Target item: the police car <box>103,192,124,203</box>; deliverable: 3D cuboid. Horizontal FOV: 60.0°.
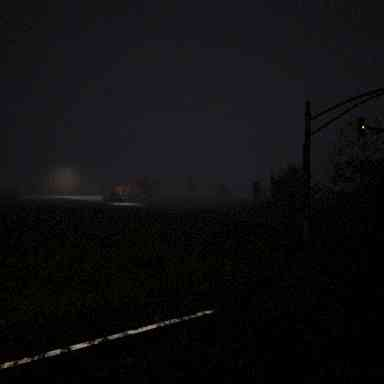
[{"bbox_3d":[-11.734,0.821,49.841,2.038,1.542,4.974,1,0,-32],"label":"police car"}]
